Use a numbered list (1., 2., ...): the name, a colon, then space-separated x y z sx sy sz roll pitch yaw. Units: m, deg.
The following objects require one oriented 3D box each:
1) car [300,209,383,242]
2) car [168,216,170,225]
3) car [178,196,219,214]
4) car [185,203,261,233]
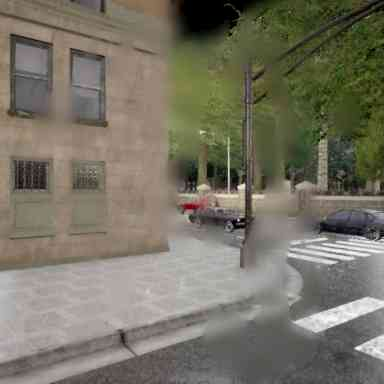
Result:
1. car: 8.073 1.538 16.497 2.033 1.411 5.357 0 0 -35
2. car: -3.169 1.543 22.284 1.947 1.339 4.313 0 0 -35
3. car: 0.601 1.283 31.821 2.192 1.841 5.009 0 0 -35
4. car: 1.846 1.584 19.878 1.895 1.301 4.718 0 0 -35
